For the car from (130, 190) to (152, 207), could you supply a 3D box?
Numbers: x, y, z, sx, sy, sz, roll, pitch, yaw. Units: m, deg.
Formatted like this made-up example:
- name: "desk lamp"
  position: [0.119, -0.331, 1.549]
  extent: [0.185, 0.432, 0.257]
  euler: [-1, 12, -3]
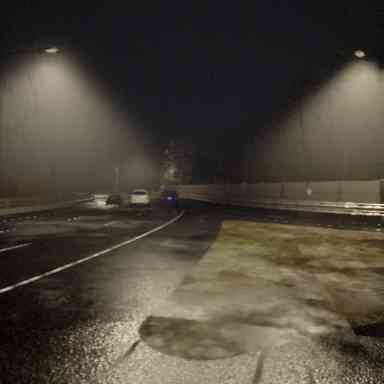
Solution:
- name: "car"
  position: [-6.197, 0.761, 40.600]
  extent: [2.150, 2.045, 5.566]
  euler: [1, 1, -3]

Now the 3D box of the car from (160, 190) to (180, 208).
- name: "car"
  position: [-2.660, 0.820, 39.755]
  extent: [2.150, 2.045, 5.566]
  euler: [1, 1, -3]

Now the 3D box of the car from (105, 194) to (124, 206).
- name: "car"
  position: [-9.792, 1.017, 42.364]
  extent: [2.033, 1.411, 5.357]
  euler: [1, 0, -5]
